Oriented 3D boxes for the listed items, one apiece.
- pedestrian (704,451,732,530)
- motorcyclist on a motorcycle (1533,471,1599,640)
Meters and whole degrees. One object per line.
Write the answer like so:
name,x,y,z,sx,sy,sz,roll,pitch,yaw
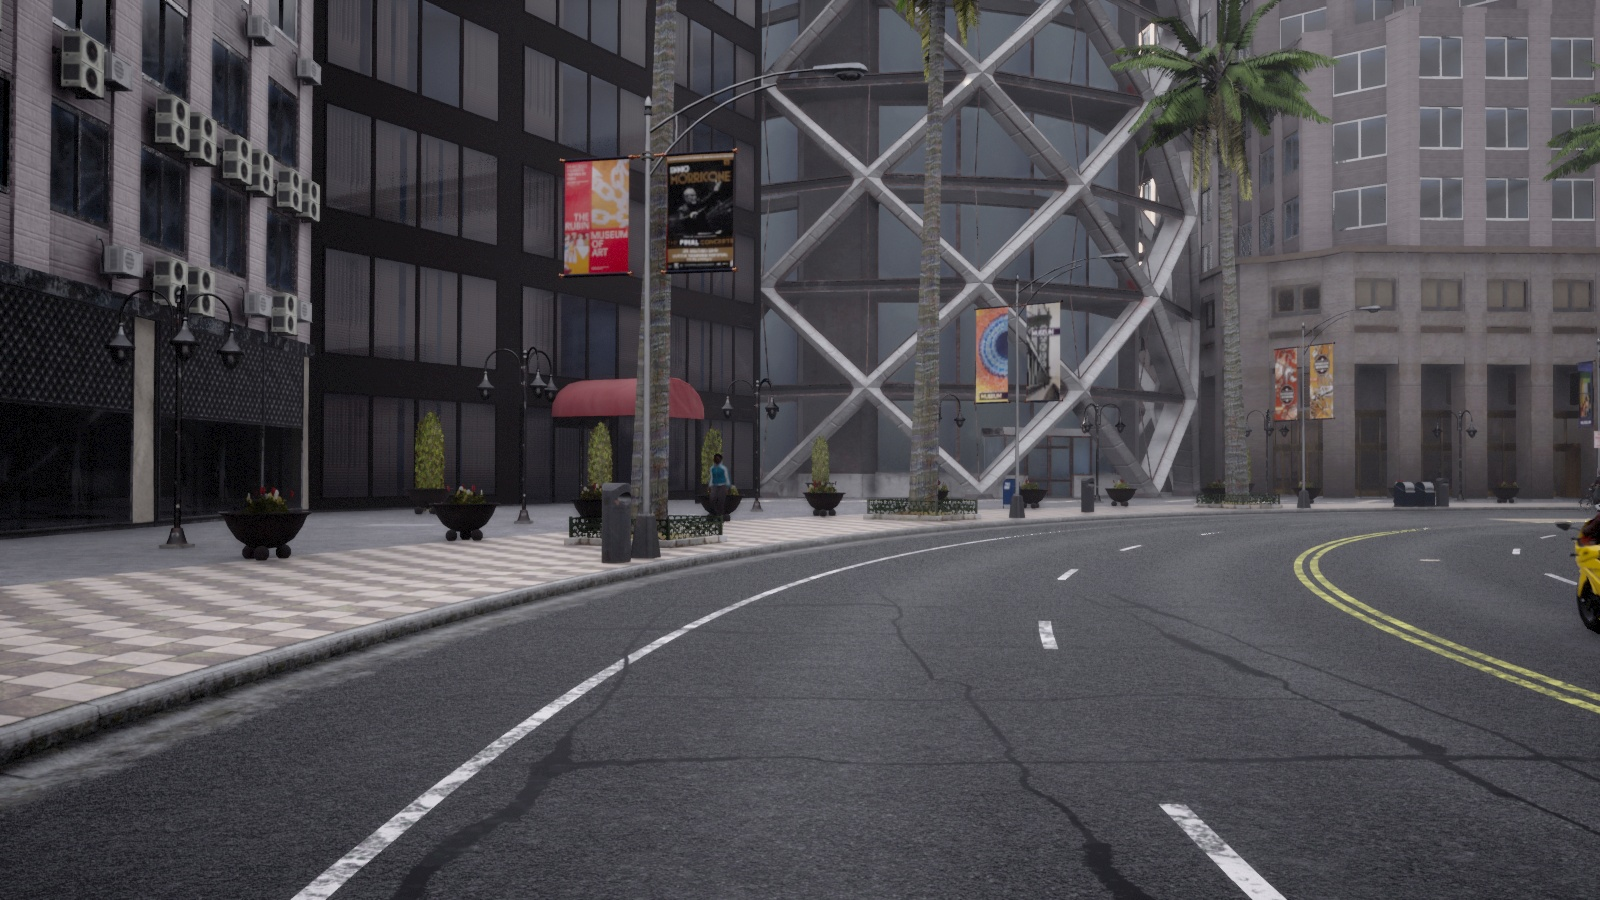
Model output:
pedestrian,-2.031,1.001,31.161,0.396,1.930,0.692,-1,-1,24
motorcyclist on a motorcycle,7.685,0.962,11.686,0.797,1.523,2.044,0,-1,9
